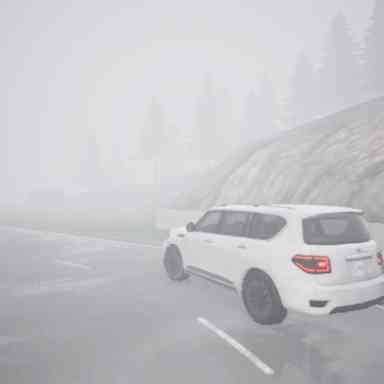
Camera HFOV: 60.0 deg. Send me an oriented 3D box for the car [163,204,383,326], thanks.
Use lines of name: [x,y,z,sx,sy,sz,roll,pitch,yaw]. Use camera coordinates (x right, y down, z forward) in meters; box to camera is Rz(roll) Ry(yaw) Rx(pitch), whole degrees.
car: [1.311,1.280,7.557,2.150,2.045,5.566,1,-1,-29]
